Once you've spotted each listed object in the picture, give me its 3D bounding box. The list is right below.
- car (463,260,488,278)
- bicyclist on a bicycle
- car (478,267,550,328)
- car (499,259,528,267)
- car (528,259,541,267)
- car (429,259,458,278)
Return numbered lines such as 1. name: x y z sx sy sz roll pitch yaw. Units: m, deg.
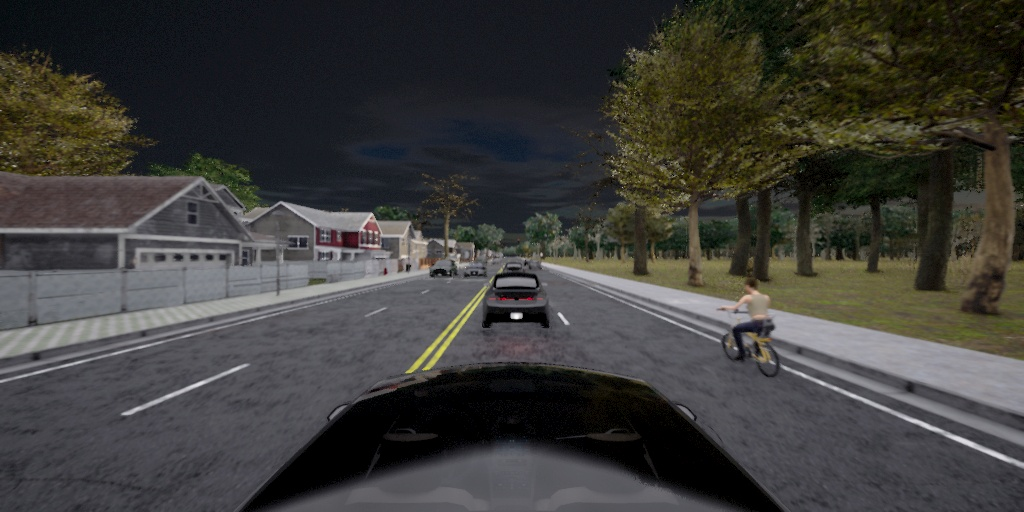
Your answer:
1. car: -3.303 1.335 33.415 1.994 1.385 4.181 0 0 0
2. bicyclist on a bicycle: 4.184 1.191 6.359 0.866 1.612 1.509 0 0 0
3. car: 0.114 1.261 11.430 1.837 1.490 4.892 0 0 0
4. car: 0.139 1.275 29.637 1.837 1.490 4.892 0 0 0
5. car: 3.422 1.275 55.079 2.128 1.511 4.902 0 0 0
6. car: -6.550 1.123 34.738 2.097 1.767 4.553 0 0 0
